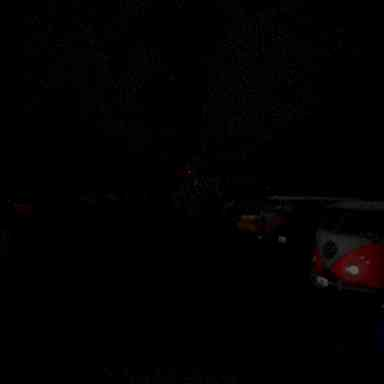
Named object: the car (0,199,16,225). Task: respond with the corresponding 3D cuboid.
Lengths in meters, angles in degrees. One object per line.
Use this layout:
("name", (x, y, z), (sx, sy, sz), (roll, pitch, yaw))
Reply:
("car", (-13.487, 1.219, 19.995), (4.553, 1.767, 2.185), (-1, 1, -21))

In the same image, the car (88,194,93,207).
("car", (-14.068, 1.081, 37.746), (4.553, 1.767, 2.185), (-1, 0, -22))

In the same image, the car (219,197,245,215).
("car", (4.662, 1.299, 22.404), (4.892, 1.521, 2.231), (1, 0, -21))

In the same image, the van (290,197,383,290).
("van", (4.653, 1.196, 7.289), (4.442, 1.987, 1.878), (1, 1, -20))

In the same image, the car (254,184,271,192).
("car", (16.898, -0.462, 79.786), (2.002, 1.452, 4.674), (-7, 4, -30))

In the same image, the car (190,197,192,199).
("car", (2.692, 0.842, 61.628), (4.553, 1.767, 2.185), (0, 1, -25))

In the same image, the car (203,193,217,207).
("car", (4.265, 1.170, 37.503), (5.008, 1.535, 2.097), (1, 1, -23))

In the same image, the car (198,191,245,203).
("car", (4.101, 0.893, 40.505), (5.566, 2.045, 2.435), (1, 1, -23))

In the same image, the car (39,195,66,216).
("car", (-13.728, 1.306, 28.860), (4.792, 1.488, 2.163), (-1, 1, -21))

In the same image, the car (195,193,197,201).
("car", (3.390, 1.083, 52.587), (4.674, 1.452, 2.002), (0, 0, -24))

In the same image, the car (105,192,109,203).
("car", (-14.526, 1.178, 46.625), (4.674, 1.452, 2.002), (-1, 1, -23))

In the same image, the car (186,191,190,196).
("car", (2.214, 0.938, 64.543), (5.366, 1.575, 1.946), (0, 1, -26))

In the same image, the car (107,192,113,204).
("car", (-14.729, 1.155, 49.579), (4.674, 1.452, 2.002), (-1, 1, -24))

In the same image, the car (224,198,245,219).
("car", (4.720, 1.323, 19.386), (5.008, 1.535, 2.097), (1, 1, -21))

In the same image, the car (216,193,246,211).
("car", (4.602, 1.146, 25.422), (4.553, 1.767, 2.185), (1, 0, -21))

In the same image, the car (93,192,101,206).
("car", (-14.353, 1.184, 40.637), (5.366, 1.575, 1.946), (-1, 1, -23))

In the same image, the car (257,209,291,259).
("car", (4.781, 1.428, 10.360), (4.792, 1.488, 2.163), (1, 0, -20))

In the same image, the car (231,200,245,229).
("car", (4.905, 1.347, 16.443), (5.366, 1.575, 1.946), (1, 0, -20))

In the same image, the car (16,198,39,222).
("car", (-13.552, 1.322, 22.951), (5.008, 1.535, 2.097), (-1, 1, -21))

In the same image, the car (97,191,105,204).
("car", (-14.320, 1.034, 43.678), (4.553, 1.767, 2.185), (-1, 1, -23))

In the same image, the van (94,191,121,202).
("van", (-15.606, 0.796, 61.433), (4.442, 1.987, 1.878), (-1, 0, -25))

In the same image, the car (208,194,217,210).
("car", (4.472, 1.221, 31.469), (5.008, 1.535, 2.097), (1, 0, -22))

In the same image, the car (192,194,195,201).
("car", (3.176, 1.019, 55.597), (4.892, 1.521, 2.231), (0, 1, -25))

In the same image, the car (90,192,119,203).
("car", (-15.407, 0.920, 58.446), (4.553, 1.767, 2.185), (-1, 1, -25))

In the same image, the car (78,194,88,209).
("car", (-13.898, 1.229, 34.796), (5.008, 1.535, 2.097), (-1, 1, -22))

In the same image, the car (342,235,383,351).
("car", (4.761, 1.447, 4.327), (5.008, 1.535, 2.097), (1, 1, -20))

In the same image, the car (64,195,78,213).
("car", (-13.765, 1.281, 31.854), (4.792, 1.488, 2.163), (-1, 0, -22))

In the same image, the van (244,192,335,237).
("van", (4.642, 1.146, 13.314), (4.442, 1.987, 1.878), (1, 1, -20))

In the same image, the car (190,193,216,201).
("car", (2.267, 0.953, 67.603), (4.792, 1.488, 2.163), (0, 0, -26))

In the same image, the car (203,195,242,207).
("car", (3.963, 1.159, 43.544), (4.674, 1.452, 2.002), (0, 0, -23))

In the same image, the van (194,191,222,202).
("van", (2.823, 0.766, 58.554), (4.442, 1.987, 1.878), (0, 1, -25))

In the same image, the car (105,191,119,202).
("car", (-14.784, 1.086, 52.613), (5.366, 1.575, 1.946), (-1, 0, -24))
